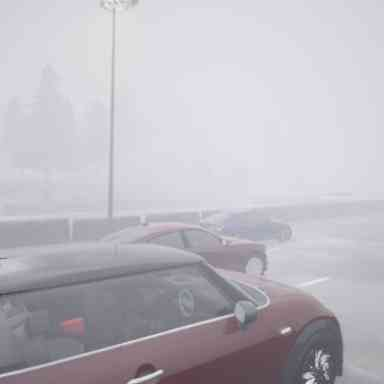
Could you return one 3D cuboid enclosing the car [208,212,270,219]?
[{"bbox_3d":[-0.344,1.455,7.801,5.008,1.535,1.882,0,0,-35],"label":"car"}]

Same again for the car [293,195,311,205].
[{"bbox_3d":[14.859,1.106,40.375,4.892,1.490,1.837,-1,1,-35],"label":"car"}]

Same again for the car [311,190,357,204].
[{"bbox_3d":[16.185,0.838,37.025,5.566,2.045,2.150,-1,1,-35],"label":"car"}]

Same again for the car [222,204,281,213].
[{"bbox_3d":[2.167,1.461,13.910,4.674,1.442,1.812,-1,0,-36],"label":"car"}]

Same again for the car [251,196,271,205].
[{"bbox_3d":[10.127,1.179,45.595,4.181,1.385,1.994,-1,1,-35],"label":"car"}]

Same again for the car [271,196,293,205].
[{"bbox_3d":[12.833,1.165,43.227,4.181,1.385,1.994,-1,1,-35],"label":"car"}]

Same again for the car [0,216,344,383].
[{"bbox_3d":[-0.453,1.344,3.423,4.553,1.767,2.097,0,0,-36],"label":"car"}]
